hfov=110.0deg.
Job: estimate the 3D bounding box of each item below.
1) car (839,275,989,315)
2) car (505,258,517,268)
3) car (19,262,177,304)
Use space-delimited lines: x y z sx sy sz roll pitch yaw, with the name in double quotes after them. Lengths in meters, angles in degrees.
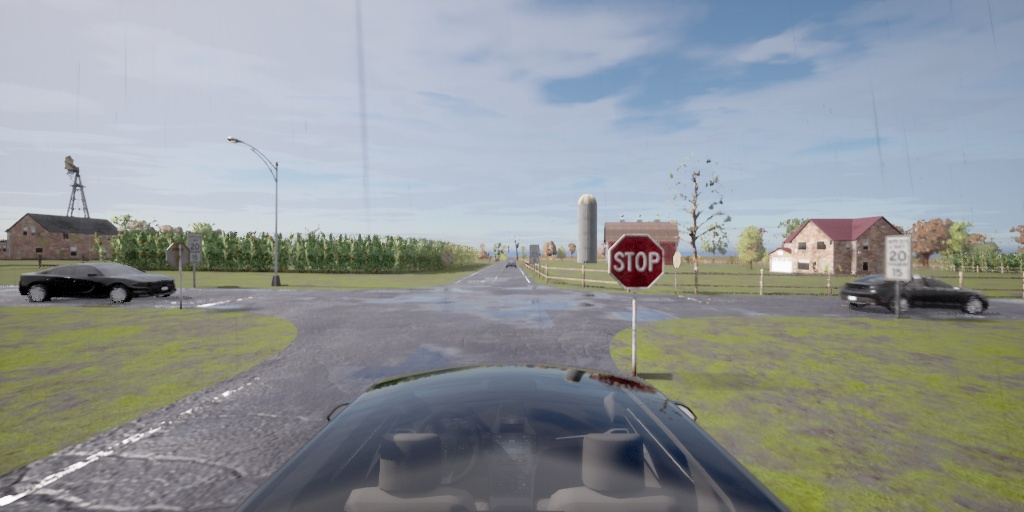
16.412 1.527 14.753 4.892 1.490 1.837 1 0 0 "car"
-0.128 1.362 61.592 2.033 1.411 5.357 0 0 0 "car"
-16.602 1.027 14.545 5.008 1.535 1.882 1 1 0 "car"
